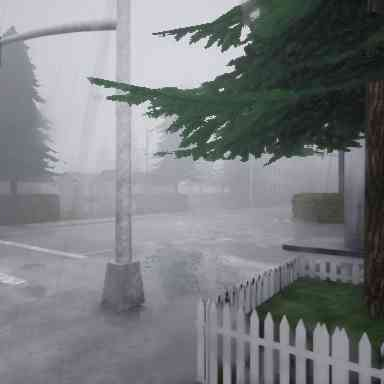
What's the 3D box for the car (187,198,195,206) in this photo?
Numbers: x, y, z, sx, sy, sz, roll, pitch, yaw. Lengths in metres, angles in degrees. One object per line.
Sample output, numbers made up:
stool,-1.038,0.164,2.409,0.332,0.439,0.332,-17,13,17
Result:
car,-1.801,1.505,46.797,4.892,1.490,1.837,0,0,35
